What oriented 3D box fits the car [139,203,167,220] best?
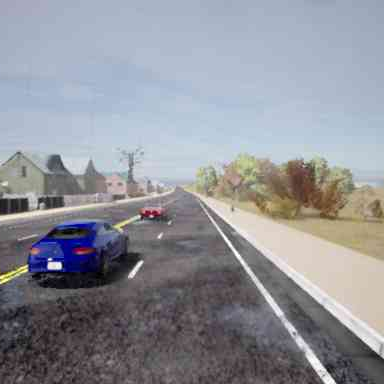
[{"bbox_3d":[-3.153,1.595,28.063,1.895,1.301,4.718,0,0,0],"label":"car"}]

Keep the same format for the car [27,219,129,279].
[{"bbox_3d":[-3.149,1.527,9.929,1.812,1.442,4.674,0,0,0],"label":"car"}]
